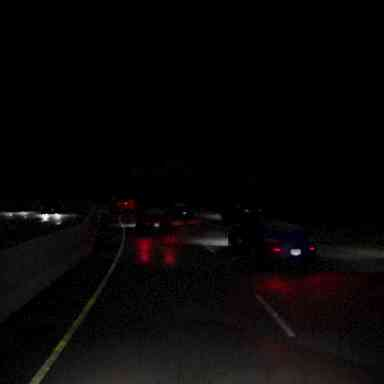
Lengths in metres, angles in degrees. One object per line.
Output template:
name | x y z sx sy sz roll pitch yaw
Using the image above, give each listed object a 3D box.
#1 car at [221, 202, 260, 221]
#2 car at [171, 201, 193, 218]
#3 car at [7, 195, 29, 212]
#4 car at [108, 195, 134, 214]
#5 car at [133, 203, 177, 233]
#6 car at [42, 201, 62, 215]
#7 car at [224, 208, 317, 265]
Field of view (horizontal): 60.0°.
car | 3.661 1.496 24.863 2.128 1.511 4.902 0 0 -14
car | -1.282 1.560 29.520 1.812 1.442 4.674 0 0 -17
car | -22.254 1.416 42.468 2.150 2.045 5.566 0 0 -29
car | -8.045 1.307 37.717 2.150 2.045 5.566 0 0 -23
car | -2.328 1.554 19.756 1.812 1.442 4.674 0 0 -12
car | -15.408 1.697 36.580 1.994 1.385 4.181 0 0 -24
car | 2.625 1.523 11.621 1.812 1.442 4.674 0 0 -7
